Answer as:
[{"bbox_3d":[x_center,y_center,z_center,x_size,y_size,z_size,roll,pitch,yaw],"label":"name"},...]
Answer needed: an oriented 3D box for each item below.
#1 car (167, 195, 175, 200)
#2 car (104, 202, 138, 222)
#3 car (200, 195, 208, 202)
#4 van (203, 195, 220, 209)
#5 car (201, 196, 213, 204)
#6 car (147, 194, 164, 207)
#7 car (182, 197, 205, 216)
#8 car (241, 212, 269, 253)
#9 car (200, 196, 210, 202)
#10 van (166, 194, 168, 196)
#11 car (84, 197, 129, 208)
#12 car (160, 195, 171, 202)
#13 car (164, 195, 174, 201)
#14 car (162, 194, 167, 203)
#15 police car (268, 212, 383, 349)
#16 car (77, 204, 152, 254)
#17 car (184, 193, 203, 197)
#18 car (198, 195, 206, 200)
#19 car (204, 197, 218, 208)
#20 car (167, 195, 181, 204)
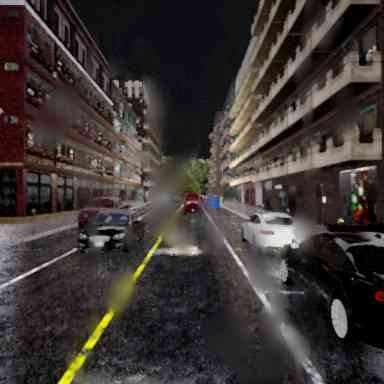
[{"bbox_3d":[-5.645,1.488,88.296,1.802,1.307,4.206,1,0,0],"label":"car"},{"bbox_3d":[-5.669,1.552,27.015,1.802,1.307,4.206,1,0,0],"label":"car"},{"bbox_3d":[2.698,1.500,77.112,1.802,1.307,4.206,1,0,0],"label":"car"},{"bbox_3d":[2.724,1.294,43.685,1.690,1.788,3.998,1,0,0],"label":"van"},{"bbox_3d":[2.704,1.480,60.398,1.887,1.381,4.507,1,0,0],"label":"car"},{"bbox_3d":[-5.660,1.472,49.129,1.752,1.417,4.829,1,0,0],"label":"car"},{"bbox_3d":[0.094,1.490,32.588,1.812,1.442,4.674,0,0,0],"label":"car"},{"bbox_3d":[3.153,1.511,13.429,1.812,1.442,4.674,0,0,0],"label":"car"},{"bbox_3d":[2.696,1.489,71.541,1.947,1.339,4.313,1,0,0],"label":"car"},{"bbox_3d":[-5.651,1.270,66.012,1.690,1.788,3.998,1,0,0],"label":"van"},{"bbox_3d":[-5.668,1.292,21.443,2.192,1.841,5.009,1,0,0],"label":"car"},{"bbox_3d":[-5.651,1.474,71.582,2.008,1.369,4.403,1,0,0],"label":"car"},{"bbox_3d":[-5.647,1.463,82.726,2.008,1.369,4.403,1,0,0],"label":"car"},{"bbox_3d":[-5.658,1.507,54.870,1.947,1.339,4.313,1,0,0],"label":"car"},{"bbox_3d":[3.136,1.418,6.539,1.930,1.638,5.238,0,0,0],"label":"police car"},{"bbox_3d":[-3.095,1.476,13.514,2.128,1.511,4.902,0,0,0],"label":"car"},{"bbox_3d":[0.062,1.171,45.160,2.150,2.045,5.566,0,0,0],"label":"car"},{"bbox_3d":[2.703,1.457,88.254,2.008,1.369,4.403,1,0,0],"label":"car"},{"bbox_3d":[2.728,1.472,49.426,1.752,1.417,4.829,1,0,0],"label":"car"},{"bbox_3d":[-2.988,1.412,61.683,1.882,1.535,5.008,0,0,0],"label":"car"}]
